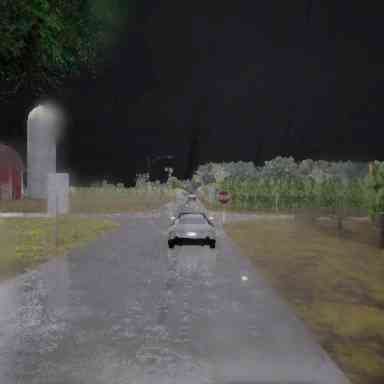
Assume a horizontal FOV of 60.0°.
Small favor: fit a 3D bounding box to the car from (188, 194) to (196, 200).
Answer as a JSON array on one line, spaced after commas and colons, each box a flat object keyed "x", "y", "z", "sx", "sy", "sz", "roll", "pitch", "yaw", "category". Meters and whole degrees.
[{"x": 0.000, "y": 1.318, "z": 87.656, "sx": 1.994, "sy": 1.385, "sz": 4.181, "roll": 0, "pitch": 0, "yaw": 0, "category": "car"}]

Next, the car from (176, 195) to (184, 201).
[{"x": -2.750, "y": 1.440, "z": 78.296, "sx": 1.837, "sy": 1.490, "sz": 4.892, "roll": 0, "pitch": 0, "yaw": 0, "category": "car"}]

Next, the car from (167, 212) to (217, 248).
[{"x": 0.000, "y": 1.573, "z": 14.652, "sx": 1.994, "sy": 1.385, "sz": 4.181, "roll": 0, "pitch": 0, "yaw": 0, "category": "car"}]

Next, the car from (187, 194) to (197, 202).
[{"x": 0.000, "y": 1.333, "z": 74.318, "sx": 1.882, "sy": 1.535, "sz": 5.008, "roll": 0, "pitch": 0, "yaw": 0, "category": "car"}]
